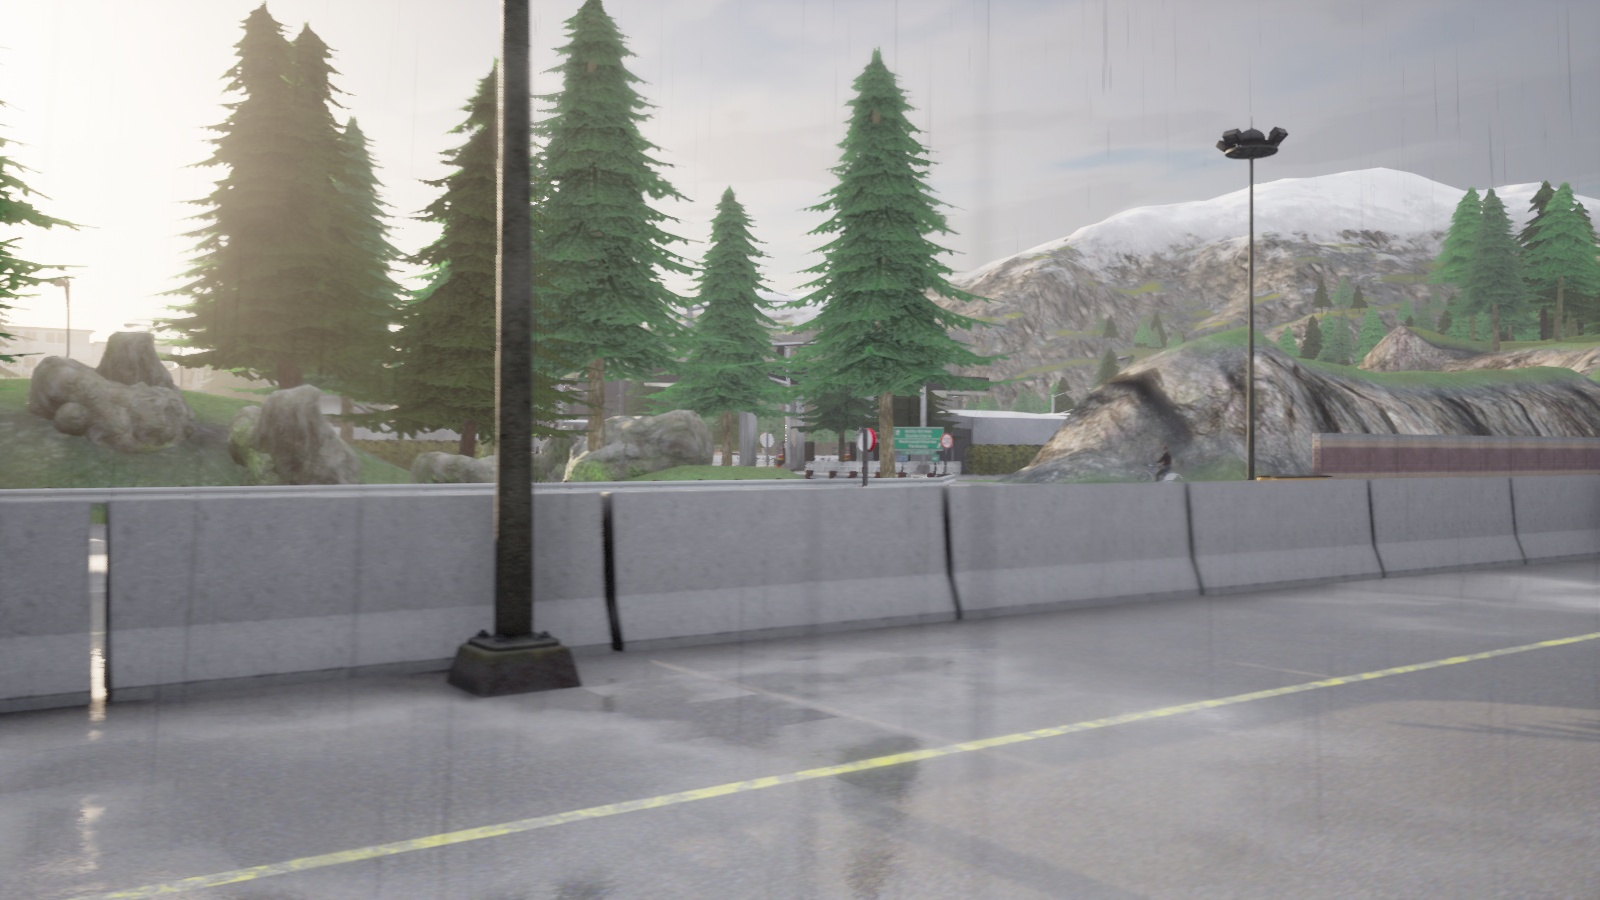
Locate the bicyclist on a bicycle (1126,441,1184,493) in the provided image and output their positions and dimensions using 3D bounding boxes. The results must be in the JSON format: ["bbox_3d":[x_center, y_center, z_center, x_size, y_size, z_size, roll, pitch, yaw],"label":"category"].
[{"bbox_3d":[13.089,0.614,46.326,1.843,1.776,0.659,5,2,44],"label":"bicyclist on a bicycle"}]

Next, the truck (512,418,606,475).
[{"bbox_3d":[-15.488,-0.186,80.134,2.891,3.462,7.936,0,-1,-35],"label":"truck"}]
